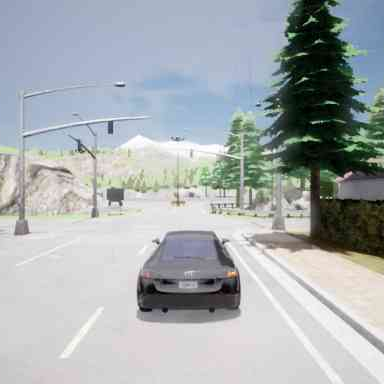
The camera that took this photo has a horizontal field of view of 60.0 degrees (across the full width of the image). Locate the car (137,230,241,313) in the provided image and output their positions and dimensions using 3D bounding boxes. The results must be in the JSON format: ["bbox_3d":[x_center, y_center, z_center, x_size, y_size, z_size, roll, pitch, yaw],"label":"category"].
[{"bbox_3d":[-0.033,1.574,7.816,1.994,1.385,4.181,0,0,1],"label":"car"}]
